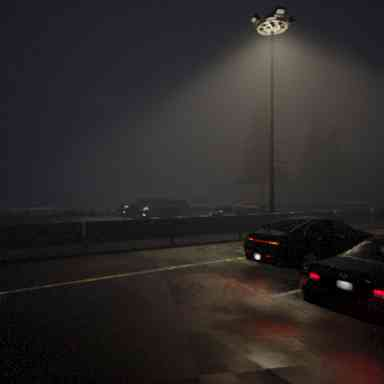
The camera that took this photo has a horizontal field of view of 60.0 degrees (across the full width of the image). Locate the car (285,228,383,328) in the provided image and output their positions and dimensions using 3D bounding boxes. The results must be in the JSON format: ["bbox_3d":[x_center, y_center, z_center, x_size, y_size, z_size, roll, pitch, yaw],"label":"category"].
[{"bbox_3d":[4.567,1.542,6.659,5.357,1.411,2.033,0,0,-32],"label":"car"}]

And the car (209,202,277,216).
[{"bbox_3d":[3.434,1.570,22.501,4.718,1.301,1.895,0,0,-30],"label":"car"}]

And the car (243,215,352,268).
[{"bbox_3d":[3.815,1.493,10.271,4.892,1.490,1.837,0,0,-32],"label":"car"}]

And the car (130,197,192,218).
[{"bbox_3d":[-2.300,1.307,27.216,4.553,1.767,2.097,0,0,-30],"label":"car"}]

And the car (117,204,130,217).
[{"bbox_3d":[-4.409,1.300,30.033,4.553,1.767,2.097,0,0,-30],"label":"car"}]
